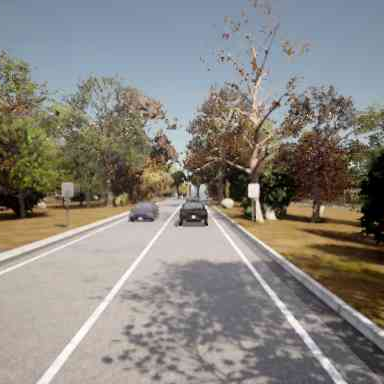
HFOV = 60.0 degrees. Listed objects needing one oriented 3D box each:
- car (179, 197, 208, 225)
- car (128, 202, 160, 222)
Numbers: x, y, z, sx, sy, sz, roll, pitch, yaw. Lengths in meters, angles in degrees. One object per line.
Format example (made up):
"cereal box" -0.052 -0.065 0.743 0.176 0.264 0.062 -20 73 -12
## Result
"car" 0.099 1.398 23.374 1.882 1.535 5.008 0 0 0
"car" -3.559 1.453 25.751 2.033 1.411 5.357 0 0 0
